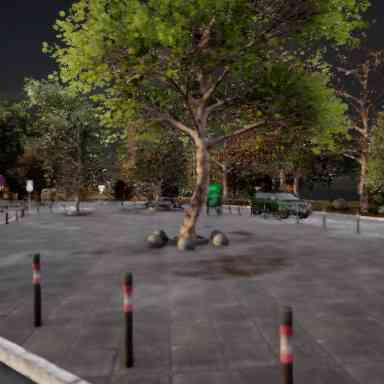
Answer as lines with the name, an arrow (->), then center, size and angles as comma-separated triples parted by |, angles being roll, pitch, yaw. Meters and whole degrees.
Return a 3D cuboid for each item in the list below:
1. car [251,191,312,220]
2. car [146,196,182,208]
car -> 6.777, 0.971, 25.941 | 2.150, 2.045, 5.566 | 0, 0, -23
car -> -3.279, 1.192, 38.878 | 4.181, 1.385, 1.994 | 0, 0, 11
